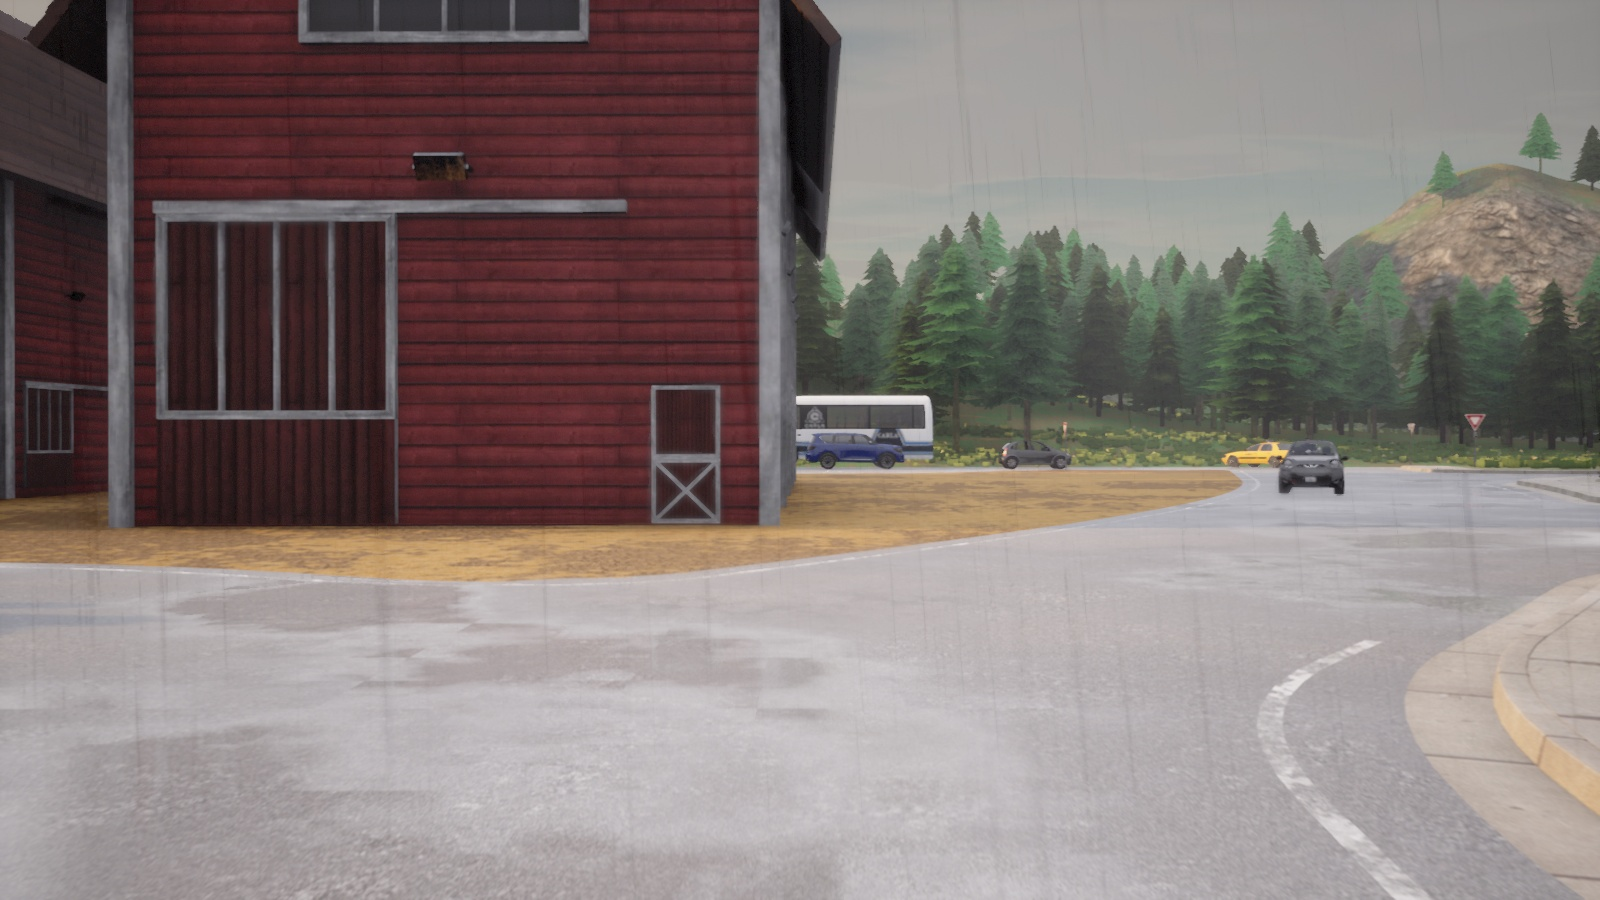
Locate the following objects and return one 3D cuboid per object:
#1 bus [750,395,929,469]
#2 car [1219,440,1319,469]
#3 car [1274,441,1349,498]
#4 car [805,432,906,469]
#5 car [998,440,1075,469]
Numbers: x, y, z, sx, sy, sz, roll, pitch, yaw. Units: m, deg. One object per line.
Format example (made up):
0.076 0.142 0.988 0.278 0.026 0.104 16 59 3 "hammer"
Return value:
2.294 -1.062 74.056 10.273 4.253 3.944 0 0 1 "bus"
26.323 0.253 70.686 1.801 1.575 5.366 -1 0 -29 "car"
14.342 0.505 35.093 1.845 1.501 3.633 0 1 24 "car"
3.093 0.048 70.543 5.566 2.045 2.150 0 0 1 "car"
13.197 0.235 70.352 3.988 1.617 1.851 0 0 1 "car"
